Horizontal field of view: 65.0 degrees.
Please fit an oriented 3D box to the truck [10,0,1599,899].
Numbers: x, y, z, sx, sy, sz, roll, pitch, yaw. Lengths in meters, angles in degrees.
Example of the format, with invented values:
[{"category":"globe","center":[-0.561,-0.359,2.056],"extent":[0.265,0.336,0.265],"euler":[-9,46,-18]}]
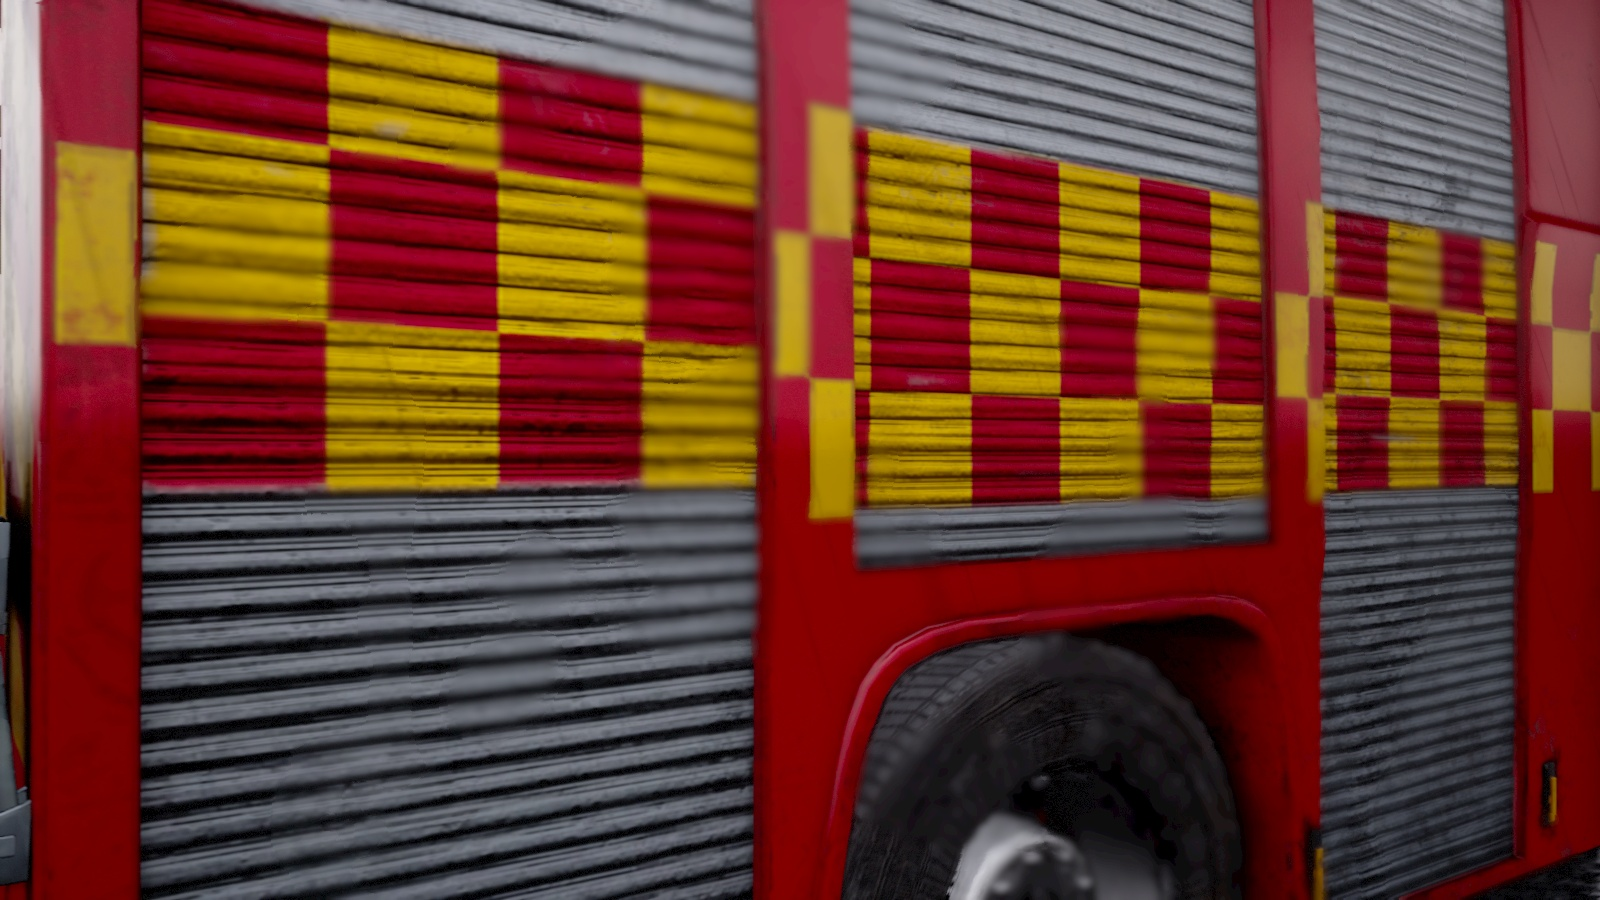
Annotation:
[{"category":"truck","center":[1.924,-0.411,5.016],"extent":[8.468,3.827,2.891],"euler":[0,0,-35]}]
